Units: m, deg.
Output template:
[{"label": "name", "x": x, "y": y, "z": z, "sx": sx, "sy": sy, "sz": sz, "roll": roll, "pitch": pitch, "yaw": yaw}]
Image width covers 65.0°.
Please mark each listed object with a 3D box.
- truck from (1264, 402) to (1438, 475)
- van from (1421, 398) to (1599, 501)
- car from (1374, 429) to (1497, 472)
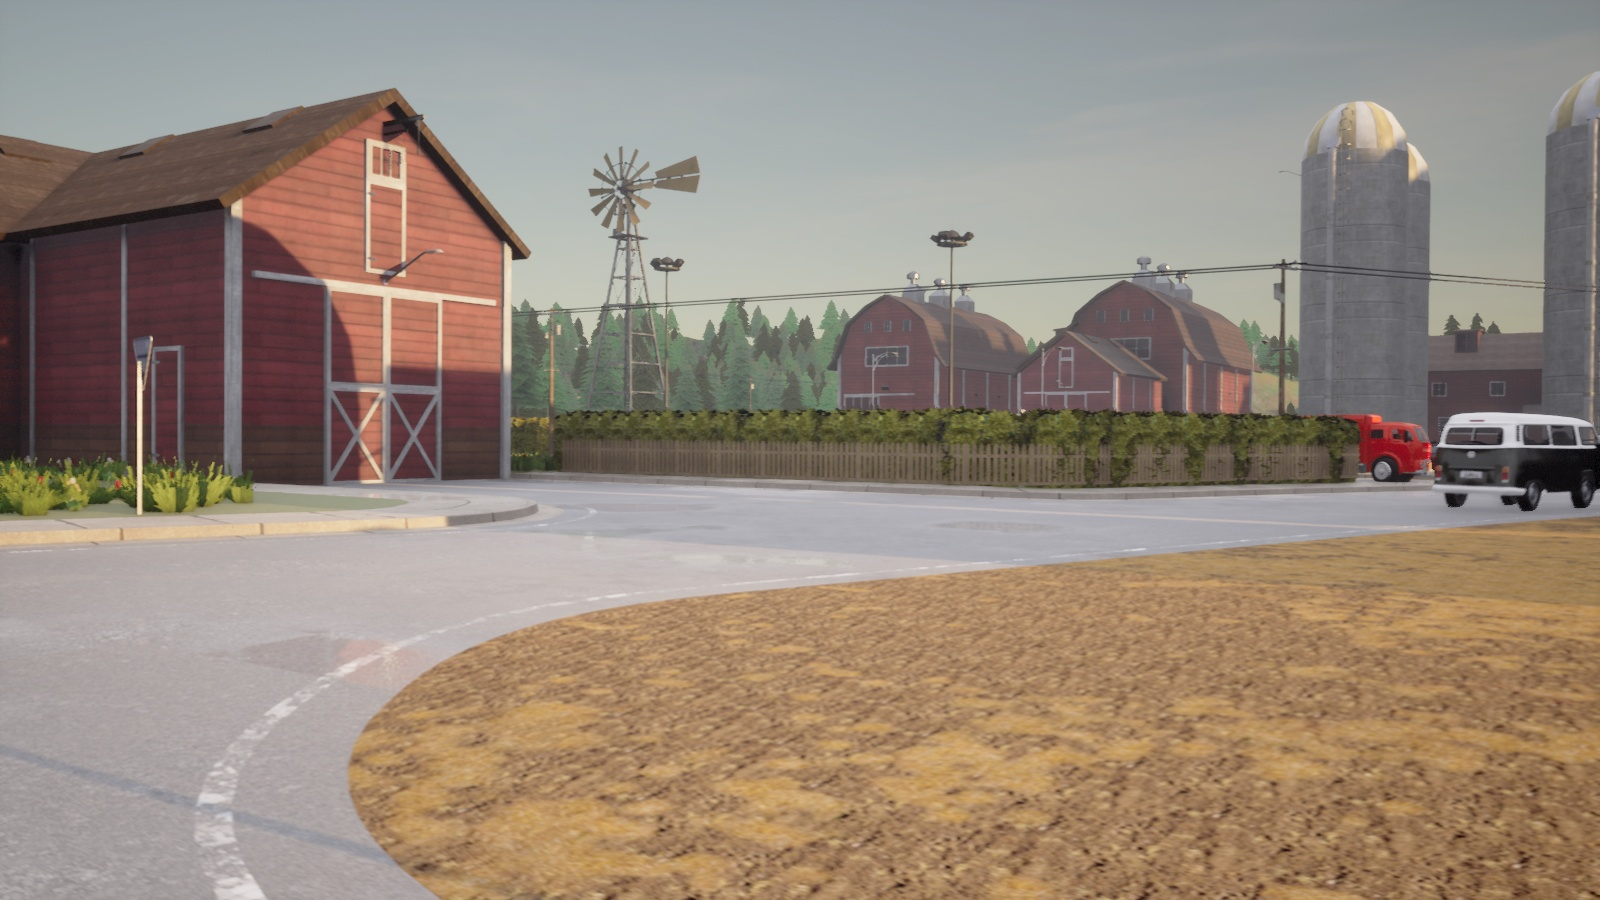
[{"label": "truck", "x": 19.771, "y": -0.396, "z": 45.148, "sx": 5.204, "sy": 2.467, "sz": 2.627, "roll": 0, "pitch": 1, "yaw": 40}, {"label": "van", "x": 15.537, "y": -0.049, "z": 26.989, "sx": 4.480, "sy": 2.038, "sz": 2.069, "roll": -1, "pitch": 1, "yaw": -36}, {"label": "car", "x": 23.630, "y": 0.008, "z": 46.737, "sx": 3.705, "sy": 1.549, "sz": 1.789, "roll": 0, "pitch": 1, "yaw": 44}]
